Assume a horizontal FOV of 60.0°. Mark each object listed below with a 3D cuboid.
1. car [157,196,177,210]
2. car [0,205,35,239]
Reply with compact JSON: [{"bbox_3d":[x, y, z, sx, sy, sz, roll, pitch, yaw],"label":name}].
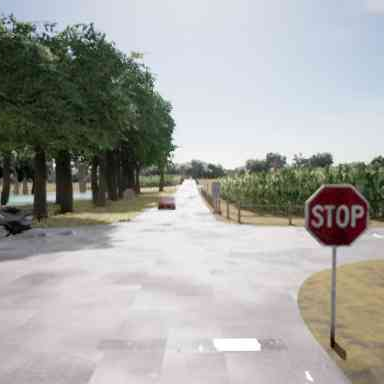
[{"bbox_3d":[-2.753,1.185,37.343,1.882,1.535,5.008,0,1,0],"label":"car"},{"bbox_3d":[-10.374,1.471,16.279,4.892,1.490,1.837,-1,8,-6],"label":"car"}]
